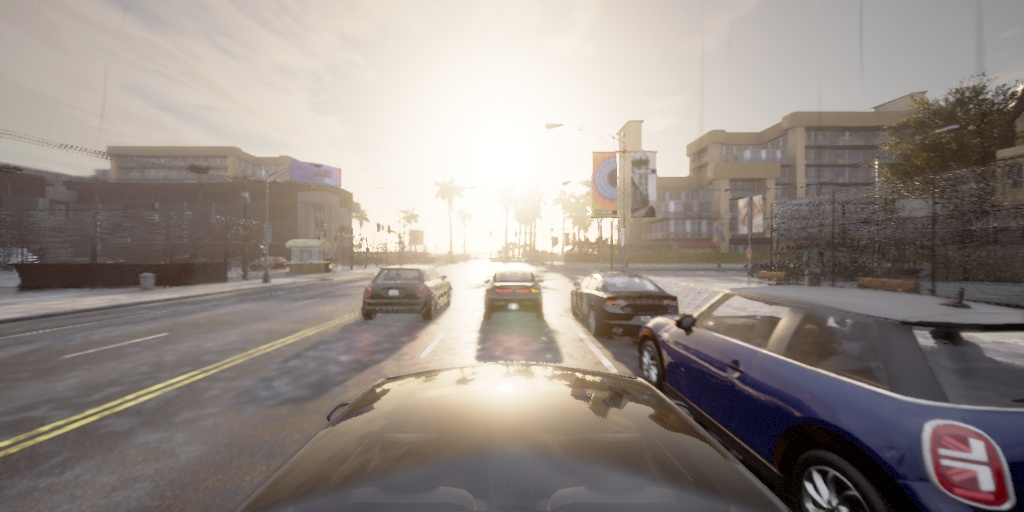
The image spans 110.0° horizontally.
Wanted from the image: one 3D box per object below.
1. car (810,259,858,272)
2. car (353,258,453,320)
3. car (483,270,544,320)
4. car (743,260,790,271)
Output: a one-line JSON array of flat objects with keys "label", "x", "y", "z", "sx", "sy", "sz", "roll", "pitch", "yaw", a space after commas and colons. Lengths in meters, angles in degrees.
[{"label": "car", "x": 36.959, "y": 1.088, "z": 41.096, "sx": 4.902, "sy": 1.511, "sz": 2.128, "roll": 0, "pitch": 0, "yaw": 0}, {"label": "car", "x": -3.433, "y": 1.063, "z": 12.602, "sx": 2.097, "sy": 1.767, "sz": 4.553, "roll": 0, "pitch": 1, "yaw": 0}, {"label": "car", "x": 0.065, "y": 1.208, "z": 12.383, "sx": 1.837, "sy": 1.490, "sz": 4.892, "roll": 0, "pitch": -1, "yaw": 0}, {"label": "car", "x": 31.538, "y": 1.183, "z": 44.570, "sx": 4.718, "sy": 1.301, "sz": 1.895, "roll": 0, "pitch": 0, "yaw": 0}]
